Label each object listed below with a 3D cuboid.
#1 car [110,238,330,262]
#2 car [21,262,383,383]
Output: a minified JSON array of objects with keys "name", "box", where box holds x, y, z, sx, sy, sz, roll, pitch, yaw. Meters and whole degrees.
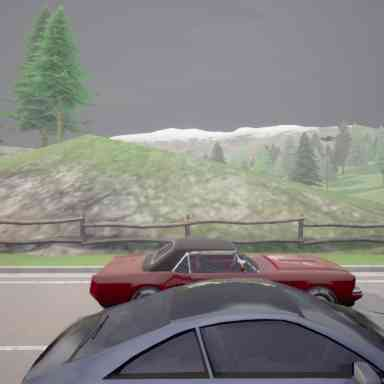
[{"name":"car","box":[0.618,1.601,6.478,4.718,1.301,1.895,0,0,-1]},{"name":"car","box":[0.706,1.564,2.980,4.181,1.385,1.994,0,0,-1]}]
